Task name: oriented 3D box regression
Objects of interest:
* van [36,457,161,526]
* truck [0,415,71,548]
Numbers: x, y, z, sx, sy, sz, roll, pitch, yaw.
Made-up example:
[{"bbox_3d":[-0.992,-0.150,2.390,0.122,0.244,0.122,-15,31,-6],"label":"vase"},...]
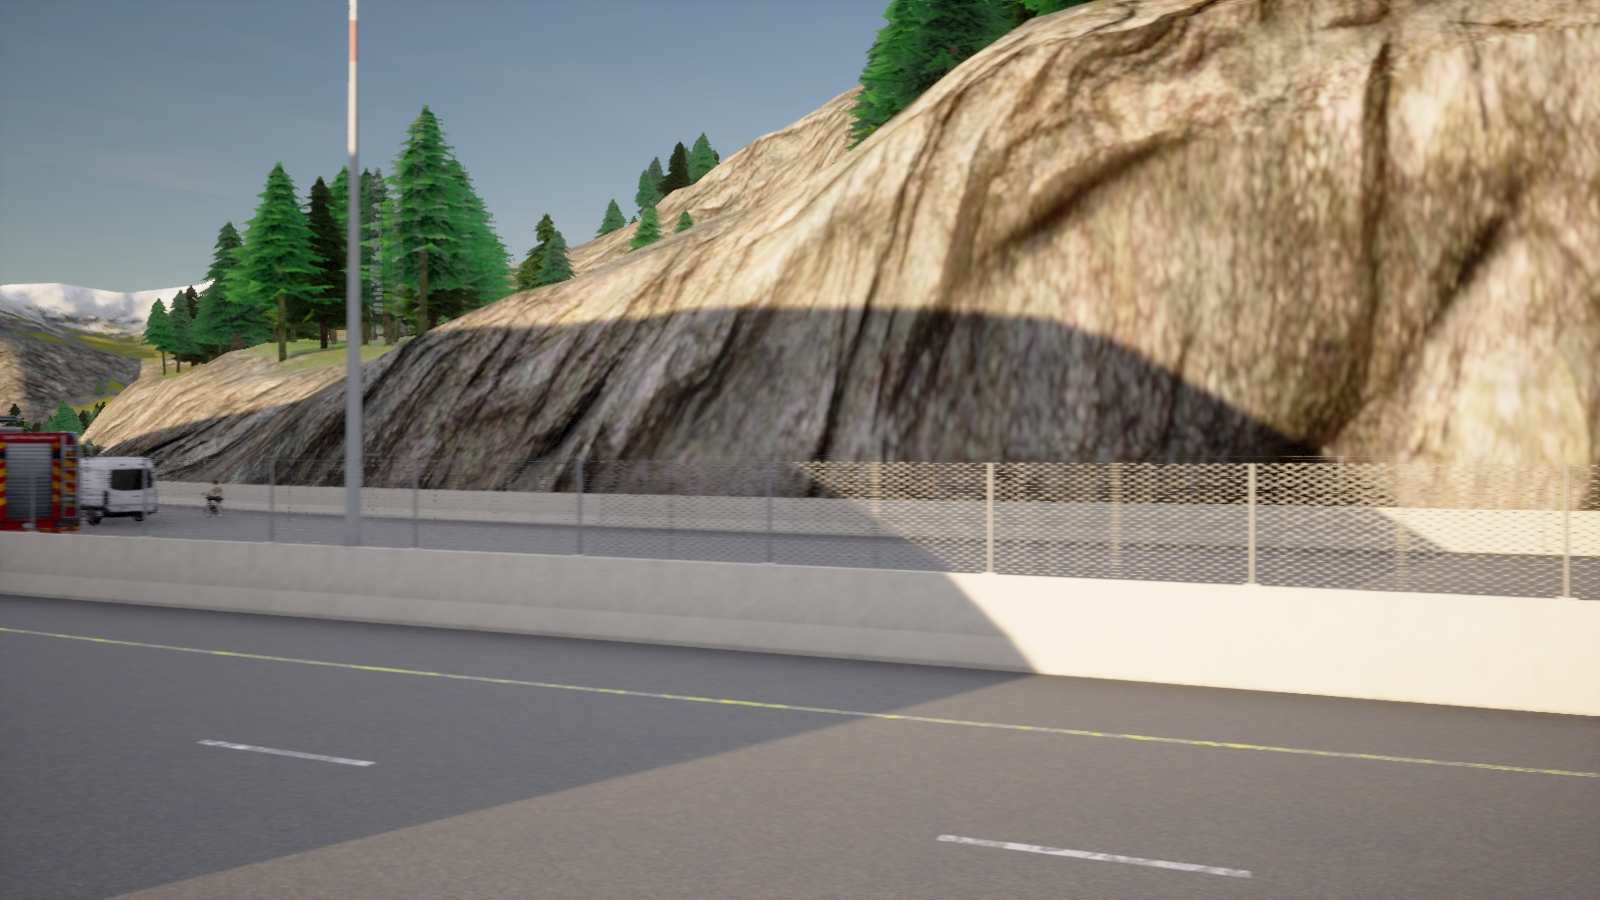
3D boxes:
[{"bbox_3d":[-27.716,1.557,45.045,5.915,2.561,1.988,0,0,35],"label":"van"},{"bbox_3d":[-26.406,0.908,35.600,8.468,3.827,2.891,0,0,32],"label":"truck"}]
